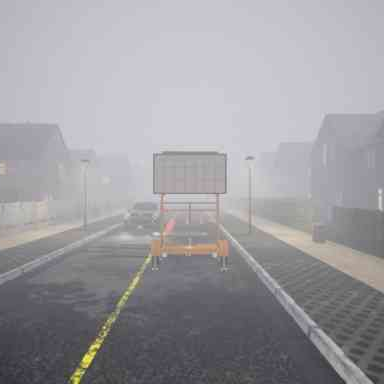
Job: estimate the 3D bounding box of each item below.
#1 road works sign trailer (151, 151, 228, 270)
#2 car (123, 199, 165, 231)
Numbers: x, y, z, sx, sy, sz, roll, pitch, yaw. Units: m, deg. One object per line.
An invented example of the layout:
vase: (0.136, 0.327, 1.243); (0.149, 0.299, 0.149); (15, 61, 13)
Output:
road works sign trailer: (-0.069, 0.467, 10.996); (2.380, 3.560, 2.880); (0, 0, 0)
car: (-2.893, 1.369, 20.789); (2.097, 1.767, 4.553); (0, 0, 0)
